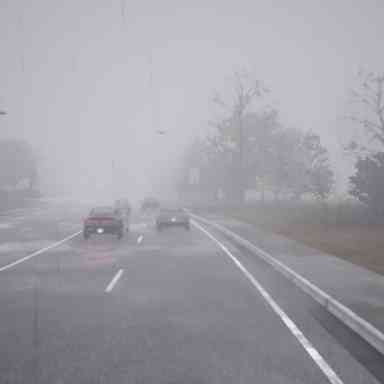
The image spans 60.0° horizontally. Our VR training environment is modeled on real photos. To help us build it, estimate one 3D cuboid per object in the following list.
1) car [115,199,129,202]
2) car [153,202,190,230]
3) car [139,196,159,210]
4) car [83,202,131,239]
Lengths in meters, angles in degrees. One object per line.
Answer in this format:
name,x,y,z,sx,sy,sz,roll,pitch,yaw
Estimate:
car,-8.254,1.519,39.214,2.033,1.411,5.357,0,0,-14
car,-1.296,1.547,21.058,1.994,1.385,4.181,0,0,-7
car,-5.394,1.322,41.820,2.097,1.767,4.553,0,0,-15
car,-4.398,1.494,17.453,1.837,1.490,4.892,0,0,-6
